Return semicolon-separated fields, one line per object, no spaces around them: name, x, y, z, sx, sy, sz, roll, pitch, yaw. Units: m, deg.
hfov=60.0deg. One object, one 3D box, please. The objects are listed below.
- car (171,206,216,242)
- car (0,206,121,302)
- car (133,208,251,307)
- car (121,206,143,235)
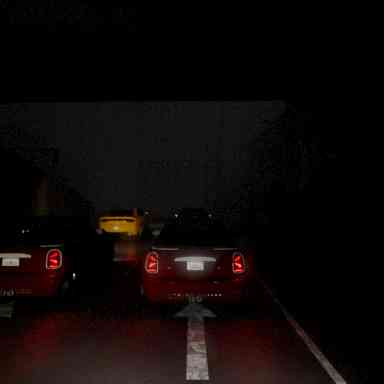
car;0.070;1.547;17.639;2.033;1.411;5.357;0;0;0
car;-3.428;1.352;8.440;2.097;1.767;4.553;0;0;0
car;0.067;1.352;8.113;2.097;1.767;4.553;0;0;0
car;-3.431;1.478;17.529;1.882;1.535;5.008;0;0;0
